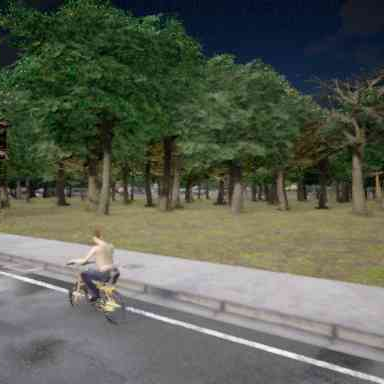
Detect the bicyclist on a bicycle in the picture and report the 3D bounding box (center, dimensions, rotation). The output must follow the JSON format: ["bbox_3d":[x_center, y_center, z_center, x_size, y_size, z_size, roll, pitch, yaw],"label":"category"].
[{"bbox_3d":[-1.717,1.449,5.907,1.509,1.612,0.866,0,0,35],"label":"bicyclist on a bicycle"}]
